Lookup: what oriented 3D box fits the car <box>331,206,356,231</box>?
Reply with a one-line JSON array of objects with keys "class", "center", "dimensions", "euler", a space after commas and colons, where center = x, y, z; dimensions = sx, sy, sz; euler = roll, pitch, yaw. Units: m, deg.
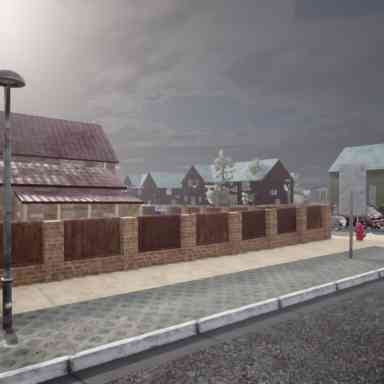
[{"class": "car", "center": [7.954, 1.813, 22.566], "dimensions": [2.128, 1.511, 4.902], "euler": [2, -2, -37]}]

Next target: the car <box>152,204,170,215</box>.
[{"class": "car", "center": [-3.230, 2.202, 37.984], "dimensions": [2.097, 1.767, 4.553], "euler": [1, -2, -36]}]

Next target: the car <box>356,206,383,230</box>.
[{"class": "car", "center": [10.862, 1.709, 23.544], "dimensions": [2.097, 1.767, 4.553], "euler": [1, -2, -36]}]
